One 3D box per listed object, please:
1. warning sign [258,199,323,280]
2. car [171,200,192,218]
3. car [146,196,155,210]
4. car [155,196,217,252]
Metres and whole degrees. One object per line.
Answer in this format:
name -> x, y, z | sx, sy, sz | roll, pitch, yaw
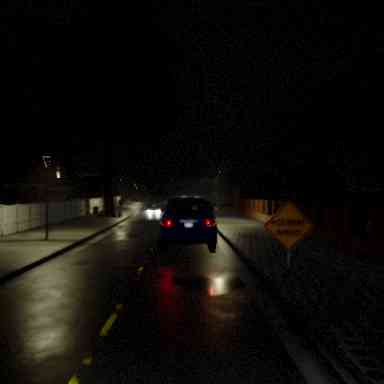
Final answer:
warning sign -> 2.433, 1.132, 8.379 | 1.300, 1.860, 1.060 | 1, 0, -1
car -> -1.108, 1.560, 31.947 | 1.882, 1.535, 5.008 | 0, 0, -4
car -> -5.255, 1.626, 46.168 | 2.128, 1.511, 4.902 | 0, 0, -6
car -> -0.192, 1.254, 14.257 | 2.150, 2.045, 5.566 | 0, 0, -2
